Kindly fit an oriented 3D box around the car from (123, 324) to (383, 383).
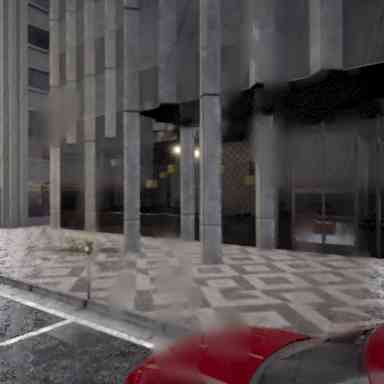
[{"bbox_3d":[1.474,1.543,1.909,4.507,1.381,1.887,-1,0,36],"label":"car"}]
